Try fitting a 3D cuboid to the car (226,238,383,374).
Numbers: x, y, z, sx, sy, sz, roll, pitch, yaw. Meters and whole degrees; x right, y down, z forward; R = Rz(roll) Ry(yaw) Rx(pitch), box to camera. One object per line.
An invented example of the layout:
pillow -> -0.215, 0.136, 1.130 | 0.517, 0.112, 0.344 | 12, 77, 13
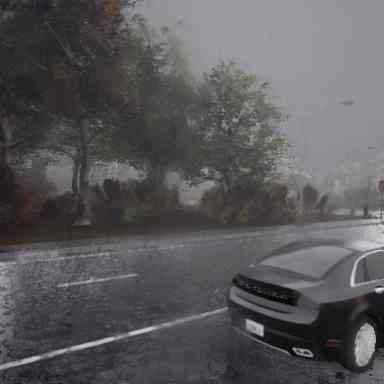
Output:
car -> 2.791, 1.565, 5.733 | 4.892, 1.490, 1.837 | 2, -1, -35
